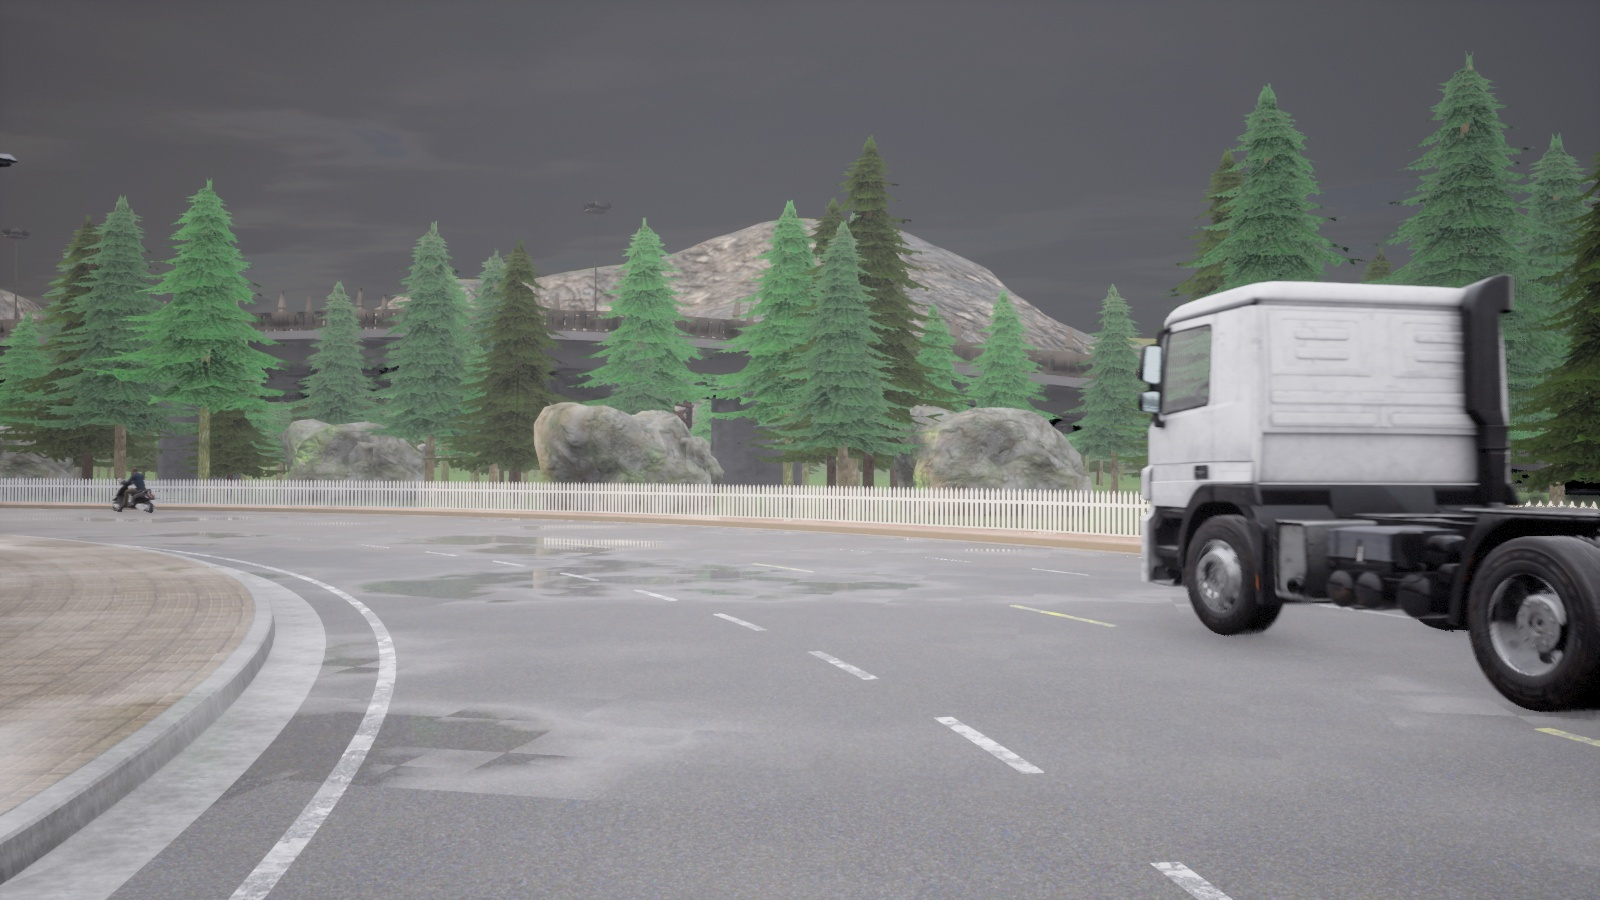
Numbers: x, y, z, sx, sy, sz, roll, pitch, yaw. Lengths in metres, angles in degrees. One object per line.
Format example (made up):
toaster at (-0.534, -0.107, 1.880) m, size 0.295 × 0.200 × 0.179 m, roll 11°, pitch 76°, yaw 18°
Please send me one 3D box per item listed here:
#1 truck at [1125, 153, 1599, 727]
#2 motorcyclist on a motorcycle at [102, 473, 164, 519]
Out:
truck at (5.773, -0.021, 10.090) m, size 2.891 × 3.462 × 7.936 m, roll 0°, pitch -1°, yaw -12°
motorcyclist on a motorcycle at (-23.290, 1.595, 43.824) m, size 1.817 × 1.590 × 0.866 m, roll -1°, pitch -1°, yaw 16°
